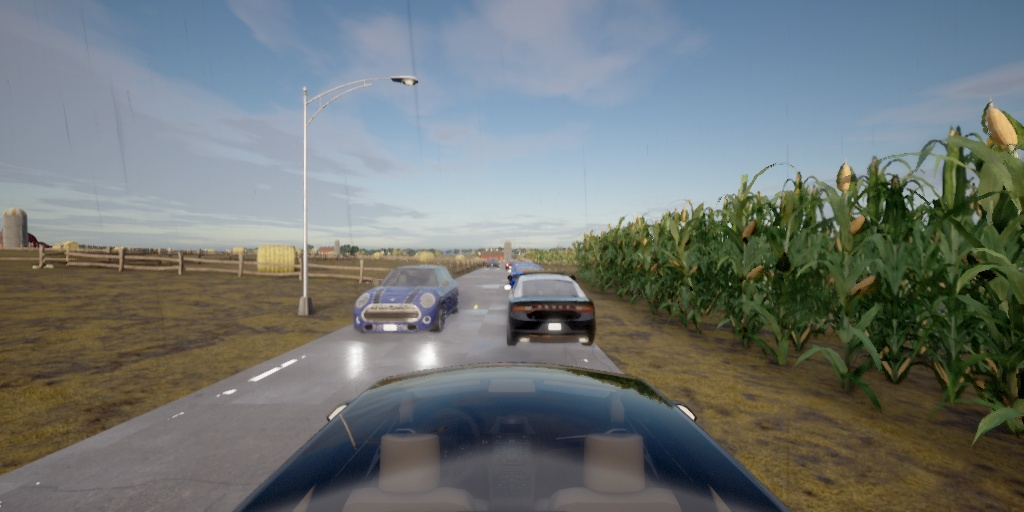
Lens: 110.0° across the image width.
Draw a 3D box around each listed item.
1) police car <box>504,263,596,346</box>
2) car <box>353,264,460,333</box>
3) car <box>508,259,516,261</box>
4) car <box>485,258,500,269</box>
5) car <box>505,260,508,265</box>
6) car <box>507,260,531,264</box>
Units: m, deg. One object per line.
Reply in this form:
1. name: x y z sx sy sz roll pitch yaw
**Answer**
1. police car: 0.823 1.154 9.496 1.930 1.638 5.238 0 0 0
2. car: -2.851 1.077 10.635 2.097 1.767 4.553 0 0 0
3. car: 0.817 1.149 25.385 1.882 1.535 5.008 0 0 0
4. car: -2.842 1.090 53.023 1.837 1.490 4.892 0 0 0
5. car: 0.026 1.193 47.738 1.895 1.301 4.718 0 0 0
6. car: 0.822 1.174 19.386 1.882 1.535 5.008 0 0 0
